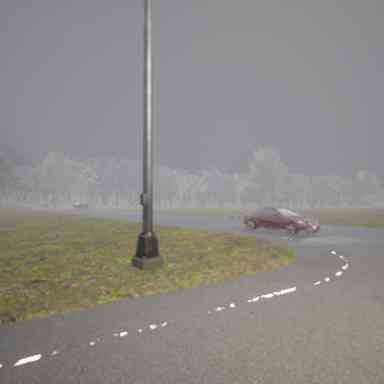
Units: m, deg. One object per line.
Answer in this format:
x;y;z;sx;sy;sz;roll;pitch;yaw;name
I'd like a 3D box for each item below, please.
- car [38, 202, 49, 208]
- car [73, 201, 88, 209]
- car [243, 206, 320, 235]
-36.980;3.115;82.729;2.033;1.411;5.357;3;-2;-32;car
-23.789;2.786;70.713;2.097;1.767;4.553;3;-3;-36;car
4.922;1.565;18.927;1.812;1.442;4.674;3;-2;-36;car
